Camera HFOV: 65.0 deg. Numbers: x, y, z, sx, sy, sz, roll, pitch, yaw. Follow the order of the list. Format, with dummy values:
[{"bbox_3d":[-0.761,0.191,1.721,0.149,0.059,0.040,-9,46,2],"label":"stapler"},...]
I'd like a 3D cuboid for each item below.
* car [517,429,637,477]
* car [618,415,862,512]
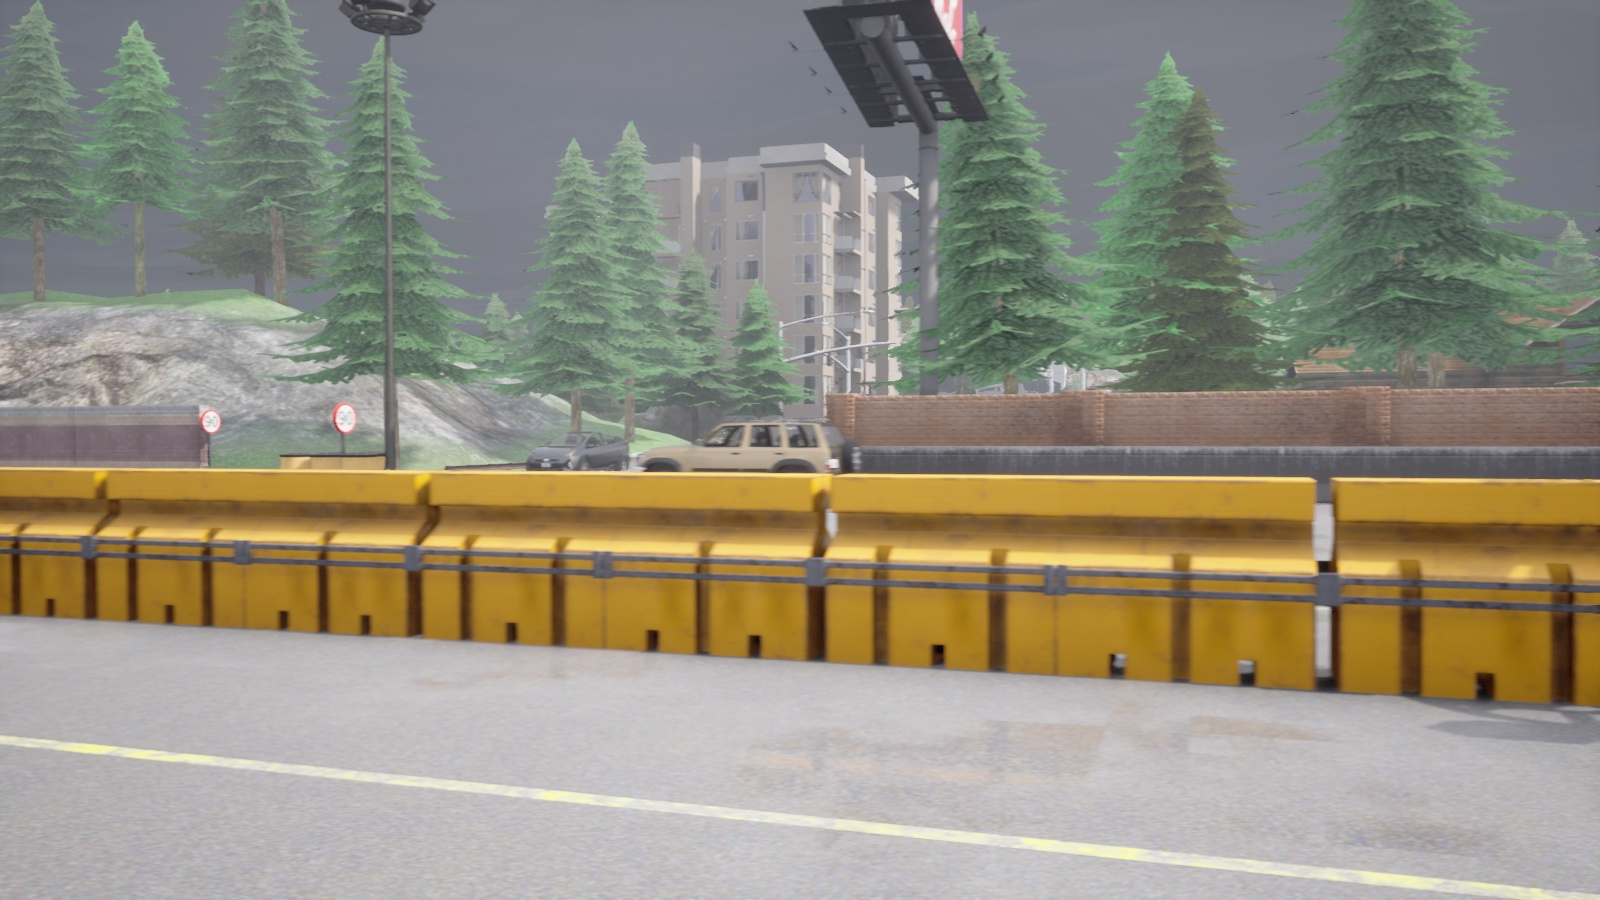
[{"bbox_3d":[-7.391,0.052,42.080,2.007,1.525,4.514,1,1,19],"label":"car"},{"bbox_3d":[-1.218,0.226,25.757,4.605,1.855,1.932,1,1,19],"label":"car"}]
